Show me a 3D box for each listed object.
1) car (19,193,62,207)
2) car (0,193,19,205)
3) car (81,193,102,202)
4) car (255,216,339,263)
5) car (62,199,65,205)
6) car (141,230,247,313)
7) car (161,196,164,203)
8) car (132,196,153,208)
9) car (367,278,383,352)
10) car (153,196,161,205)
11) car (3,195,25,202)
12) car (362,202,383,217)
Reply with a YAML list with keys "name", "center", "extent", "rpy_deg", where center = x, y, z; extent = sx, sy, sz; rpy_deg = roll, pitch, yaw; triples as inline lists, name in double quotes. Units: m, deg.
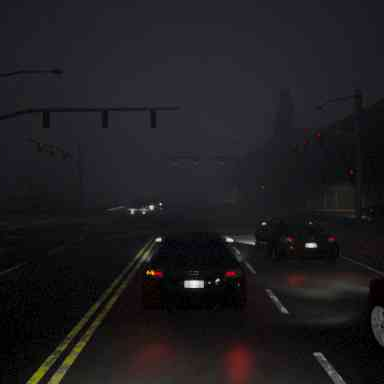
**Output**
- name: "car"
  center: [-21.558, 1.153, 47.448]
  extent: [4.605, 1.855, 1.932]
  rpy_deg: [0, 0, 0]
- name: "car"
  center: [-39.089, 1.153, 69.924]
  extent: [4.605, 1.855, 1.932]
  rpy_deg: [0, 0, 0]
- name: "car"
  center: [-21.568, 1.156, 69.966]
  extent: [3.866, 1.878, 1.905]
  rpy_deg: [0, 0, 0]
- name: "car"
  center: [3.546, 1.564, 11.944]
  extent: [1.994, 1.385, 4.181]
  rpy_deg: [0, 0, 0]
- name: "car"
  center: [-21.507, 1.156, 50.342]
  extent: [3.866, 1.878, 1.905]
  rpy_deg: [0, 0, 0]
- name: "car"
  center: [0.044, 1.564, 7.765]
  extent: [1.994, 1.385, 4.181]
  rpy_deg: [0, 0, 0]
- name: "car"
  center: [-6.817, 1.526, 67.442]
  extent: [1.812, 1.442, 4.674]
  rpy_deg: [0, 0, 2]
- name: "car"
  center: [-7.307, 1.478, 47.783]
  extent: [1.882, 1.535, 5.008]
  rpy_deg: [0, 0, 1]
- name: "car"
  center: [3.596, 1.478, 3.079]
  extent: [1.882, 1.535, 5.008]
  rpy_deg: [0, 0, 0]
- name: "car"
  center: [-7.123, 1.491, 57.334]
  extent: [2.128, 1.511, 4.902]
  rpy_deg: [0, 0, 2]
- name: "car"
  center: [-39.028, 1.364, 72.820]
  extent: [3.905, 1.438, 1.784]
  rpy_deg: [0, 0, 0]
- name: "car"
  center: [18.683, 1.547, 30.835]
  extent: [5.357, 1.411, 2.033]
  rpy_deg: [0, 0, 0]
